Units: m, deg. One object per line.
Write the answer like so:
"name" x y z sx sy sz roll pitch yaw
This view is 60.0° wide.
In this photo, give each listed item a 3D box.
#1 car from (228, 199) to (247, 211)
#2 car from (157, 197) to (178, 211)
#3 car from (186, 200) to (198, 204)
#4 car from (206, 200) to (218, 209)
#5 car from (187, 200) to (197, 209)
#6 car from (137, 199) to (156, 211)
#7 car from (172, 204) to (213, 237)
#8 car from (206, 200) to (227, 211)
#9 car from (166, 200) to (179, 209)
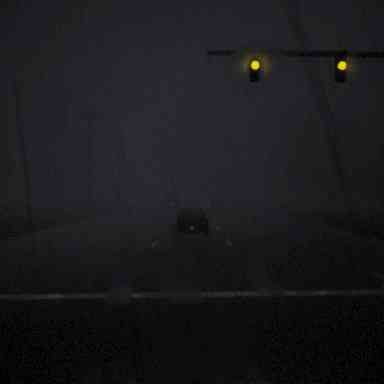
"car" 7.001 2.120 49.845 1.994 1.385 4.181 0 -1 0
"car" -3.499 1.772 49.368 2.150 2.045 5.566 0 -1 0
"car" 0.001 2.121 49.923 1.994 1.385 4.181 0 -1 0
"car" 3.502 2.192 59.756 1.812 1.442 4.674 0 -1 0
"car" 0.002 2.171 59.757 1.837 1.490 4.892 0 -1 0
"car" -6.999 2.097 49.357 2.033 1.411 5.357 0 -1 0
"car" 0.000 1.696 19.527 1.882 1.535 5.008 0 -1 0
"car" 3.501 2.043 49.484 2.128 1.511 4.902 0 -1 0
"car" -3.498 2.230 59.757 1.994 1.385 4.181 0 -1 0
